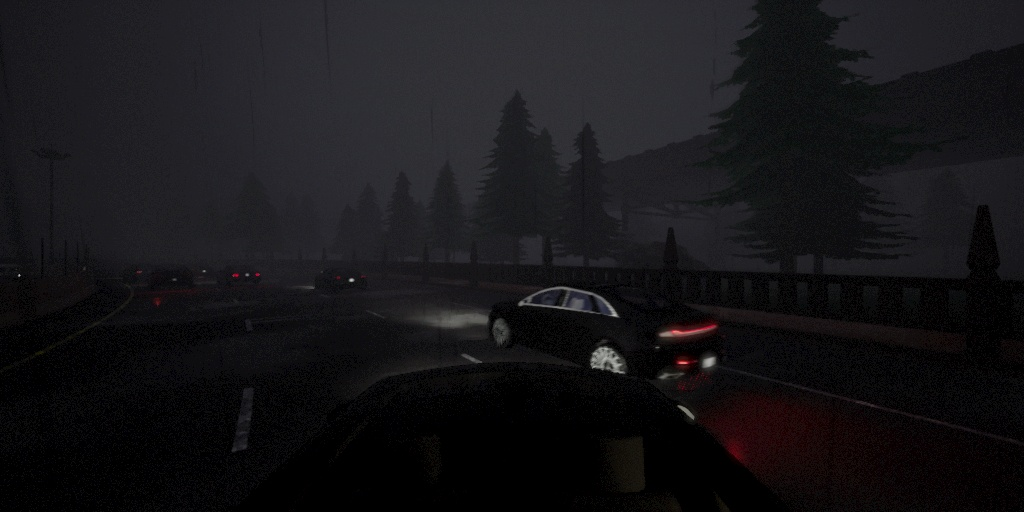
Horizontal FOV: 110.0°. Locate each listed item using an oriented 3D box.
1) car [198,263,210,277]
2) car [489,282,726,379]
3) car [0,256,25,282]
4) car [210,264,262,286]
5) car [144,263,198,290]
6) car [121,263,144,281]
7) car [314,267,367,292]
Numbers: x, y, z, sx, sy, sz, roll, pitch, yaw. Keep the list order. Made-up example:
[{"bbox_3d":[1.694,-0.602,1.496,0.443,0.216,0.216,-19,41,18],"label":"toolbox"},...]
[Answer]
[{"bbox_3d":[-28.740,1.323,32.774,4.181,1.385,1.994,0,0,36],"label":"car"},{"bbox_3d":[1.343,1.243,6.922,2.128,1.511,4.902,0,0,-35],"label":"car"},{"bbox_3d":[-37.964,0.983,26.379,5.566,2.045,2.150,-1,0,34],"label":"car"},{"bbox_3d":[-19.508,1.304,25.510,5.357,1.411,2.033,0,0,41],"label":"car"},{"bbox_3d":[-21.752,1.234,22.794,5.008,1.535,1.882,0,0,42],"label":"car"},{"bbox_3d":[-31.216,1.306,30.328,5.357,1.411,2.033,0,0,34],"label":"car"},{"bbox_3d":[-10.277,1.319,21.370,1.994,1.385,4.181,0,0,-43],"label":"car"}]
